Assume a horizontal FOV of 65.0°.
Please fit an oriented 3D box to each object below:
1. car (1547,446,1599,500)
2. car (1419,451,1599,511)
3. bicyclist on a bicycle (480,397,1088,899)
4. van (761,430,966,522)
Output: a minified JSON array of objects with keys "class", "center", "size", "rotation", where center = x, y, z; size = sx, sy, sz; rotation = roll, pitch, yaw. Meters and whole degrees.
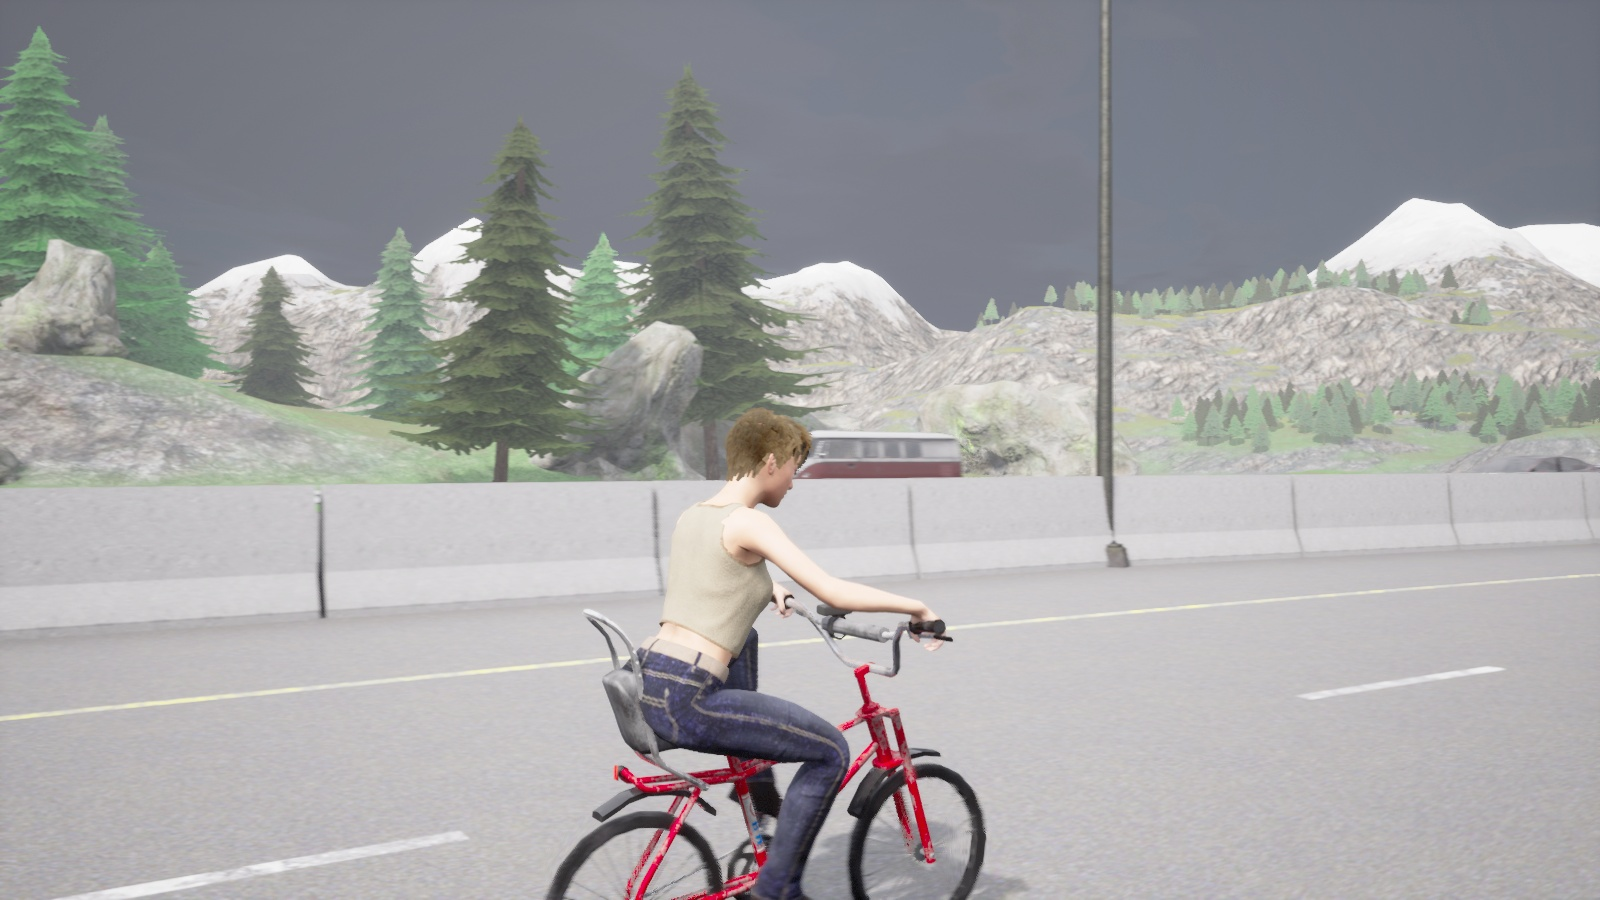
[{"class":"car","center":[26.259,0.710,39.511],"size":[4.856,1.649,2.033],"rotation":[0,0,-18]},{"class":"car","center":[19.061,0.779,33.184],"size":[4.792,1.488,2.163],"rotation":[0,0,-21]},{"class":"bicyclist on a bicycle","center":[-0.033,0.689,3.591],"size":[1.509,1.612,0.866],"rotation":[0,0,-33]},{"class":"van","center":[1.483,0.556,28.913],"size":[4.442,1.987,1.775],"rotation":[0,0,-28]}]
